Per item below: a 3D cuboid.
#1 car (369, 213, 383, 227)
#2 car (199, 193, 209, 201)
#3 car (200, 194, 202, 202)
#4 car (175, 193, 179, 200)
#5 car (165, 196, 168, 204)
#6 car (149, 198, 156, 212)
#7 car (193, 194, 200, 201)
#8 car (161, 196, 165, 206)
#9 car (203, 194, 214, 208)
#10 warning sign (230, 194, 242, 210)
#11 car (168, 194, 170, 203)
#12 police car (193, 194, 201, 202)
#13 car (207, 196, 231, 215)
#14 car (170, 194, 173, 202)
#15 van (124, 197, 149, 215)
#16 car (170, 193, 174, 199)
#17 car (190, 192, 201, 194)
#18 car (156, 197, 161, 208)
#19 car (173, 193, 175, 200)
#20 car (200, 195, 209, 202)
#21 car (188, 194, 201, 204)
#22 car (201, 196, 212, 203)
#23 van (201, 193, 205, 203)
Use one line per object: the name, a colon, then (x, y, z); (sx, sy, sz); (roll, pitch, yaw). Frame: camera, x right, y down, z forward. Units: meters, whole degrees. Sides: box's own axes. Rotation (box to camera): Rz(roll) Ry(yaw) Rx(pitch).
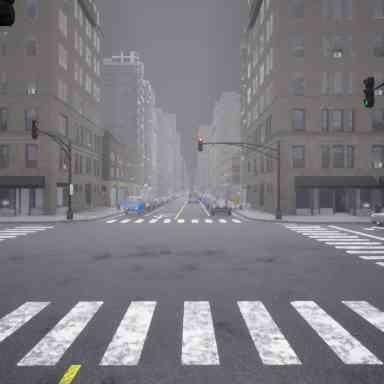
car: (13.754, 1.615, 20.677); (4.718, 1.301, 1.895); (0, 0, 0)
car: (3.036, 1.308, 84.367); (2.192, 1.841, 5.009); (0, 0, 0)
car: (2.937, 1.526, 61.860); (1.752, 1.417, 4.829); (0, 0, 0)
car: (-5.464, 1.306, 90.062); (2.192, 1.841, 5.009); (0, 0, 0)
car: (-5.615, 1.568, 56.053); (1.947, 1.339, 4.313); (0, 0, 0)
car: (-5.690, 1.442, 39.048); (1.967, 1.590, 4.097); (0, 0, 0)
car: (1.179, 1.447, 89.537); (1.801, 1.575, 5.366); (0, 0, 0)
car: (-5.639, 1.585, 50.385); (1.802, 1.307, 4.206); (0, 0, 0)
car: (2.861, 1.443, 44.682); (1.967, 1.590, 4.097); (0, 0, 0)
warning sign: (5.239, 1.118, 39.328); (1.300, 1.860, 1.060); (0, 0, 0)
car: (-5.590, 1.527, 61.551); (1.752, 1.417, 4.829); (0, 0, 0)
police car: (1.144, 1.421, 79.442); (1.930, 1.638, 5.238); (0, 0, -1)
car: (2.811, 1.442, 33.344); (1.967, 1.590, 4.097); (0, 0, 0)
car: (-5.564, 1.566, 67.389); (1.947, 1.339, 4.313); (0, 0, 0)
van: (-5.715, 1.343, 33.380); (1.690, 1.788, 3.998); (0, 0, 0)
car: (-5.539, 1.543, 73.057); (1.887, 1.381, 4.507); (0, 0, 0)
car: (0.319, 1.038, 72.949); (2.150, 2.045, 5.566); (0, 0, 0)
car: (-5.664, 1.568, 44.716); (1.947, 1.339, 4.313); (0, 0, 0)
car: (-5.515, 1.521, 78.556); (1.752, 1.417, 4.829); (0, 0, 0)
car: (3.012, 1.436, 78.698); (1.967, 1.590, 4.097); (0, 0, 0)
car: (0.275, 1.565, 62.915); (1.994, 1.385, 4.181); (0, 0, 0)
car: (2.962, 1.551, 67.359); (2.008, 1.369, 4.403); (0, 0, 0)
van: (2.911, 1.343, 56.021); (1.690, 1.788, 3.998); (0, 0, 0)
